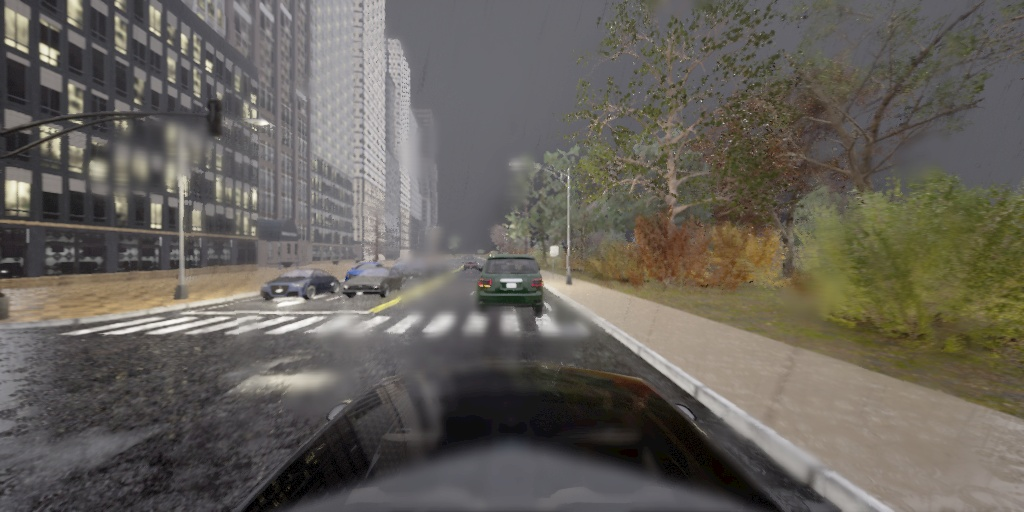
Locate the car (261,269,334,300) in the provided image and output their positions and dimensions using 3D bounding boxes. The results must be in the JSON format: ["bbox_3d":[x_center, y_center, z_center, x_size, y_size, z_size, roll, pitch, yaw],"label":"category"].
[{"bbox_3d":[-10.156,1.313,17.536,1.994,1.385,4.181,0,0,-2],"label":"car"}]

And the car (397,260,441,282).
[{"bbox_3d":[-7.358,1.282,28.861,2.033,1.411,5.357,0,0,-3],"label":"car"}]

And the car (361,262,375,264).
[{"bbox_3d":[-10.511,1.218,26.448,1.882,1.535,5.008,0,0,-3],"label":"car"}]

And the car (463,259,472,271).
[{"bbox_3d":[-5.517,1.212,48.219,1.837,1.490,4.892,0,0,-5],"label":"car"}]

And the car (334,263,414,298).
[{"bbox_3d":[-6.939,1.292,18.797,2.033,1.411,5.357,0,0,-2],"label":"car"}]

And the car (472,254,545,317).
[{"bbox_3d":[-0.080,0.964,13.324,2.150,2.045,5.566,0,0,-1],"label":"car"}]

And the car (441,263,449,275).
[{"bbox_3d":[-7.957,1.286,38.670,1.994,1.385,4.181,0,0,-4],"label":"car"}]
